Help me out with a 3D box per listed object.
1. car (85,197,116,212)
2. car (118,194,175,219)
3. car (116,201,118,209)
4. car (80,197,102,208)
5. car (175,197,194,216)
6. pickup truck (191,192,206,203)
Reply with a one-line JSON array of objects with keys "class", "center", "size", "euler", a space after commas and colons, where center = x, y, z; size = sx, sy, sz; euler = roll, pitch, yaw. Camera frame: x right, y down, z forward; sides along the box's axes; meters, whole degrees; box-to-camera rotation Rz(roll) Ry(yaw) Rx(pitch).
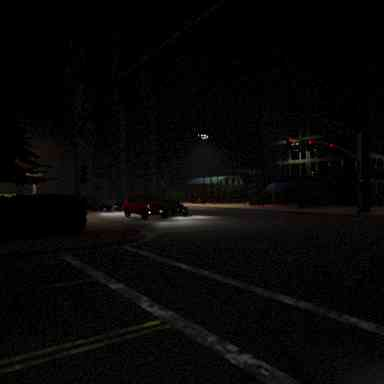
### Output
[{"class": "car", "center": [-10.902, 1.595, 38.462], "size": [1.895, 1.301, 4.718], "euler": [0, 0, -36]}, {"class": "car", "center": [-4.143, 1.215, 29.163], "size": [2.150, 2.045, 5.566], "euler": [0, 0, -36]}, {"class": "car", "center": [-8.104, 1.556, 40.568], "size": [1.994, 1.385, 4.181], "euler": [0, 0, -36]}, {"class": "car", "center": [-15.474, 1.495, 50.751], "size": [1.837, 1.490, 4.892], "euler": [0, 1, -36]}, {"class": "car", "center": [-2.191, 1.497, 32.431], "size": [1.837, 1.490, 4.892], "euler": [0, 0, -36]}, {"class": "pickup truck", "center": [1.074, 1.042, 62.325], "size": [2.390, 2.098, 6.274], "euler": [0, 0, -6]}]
